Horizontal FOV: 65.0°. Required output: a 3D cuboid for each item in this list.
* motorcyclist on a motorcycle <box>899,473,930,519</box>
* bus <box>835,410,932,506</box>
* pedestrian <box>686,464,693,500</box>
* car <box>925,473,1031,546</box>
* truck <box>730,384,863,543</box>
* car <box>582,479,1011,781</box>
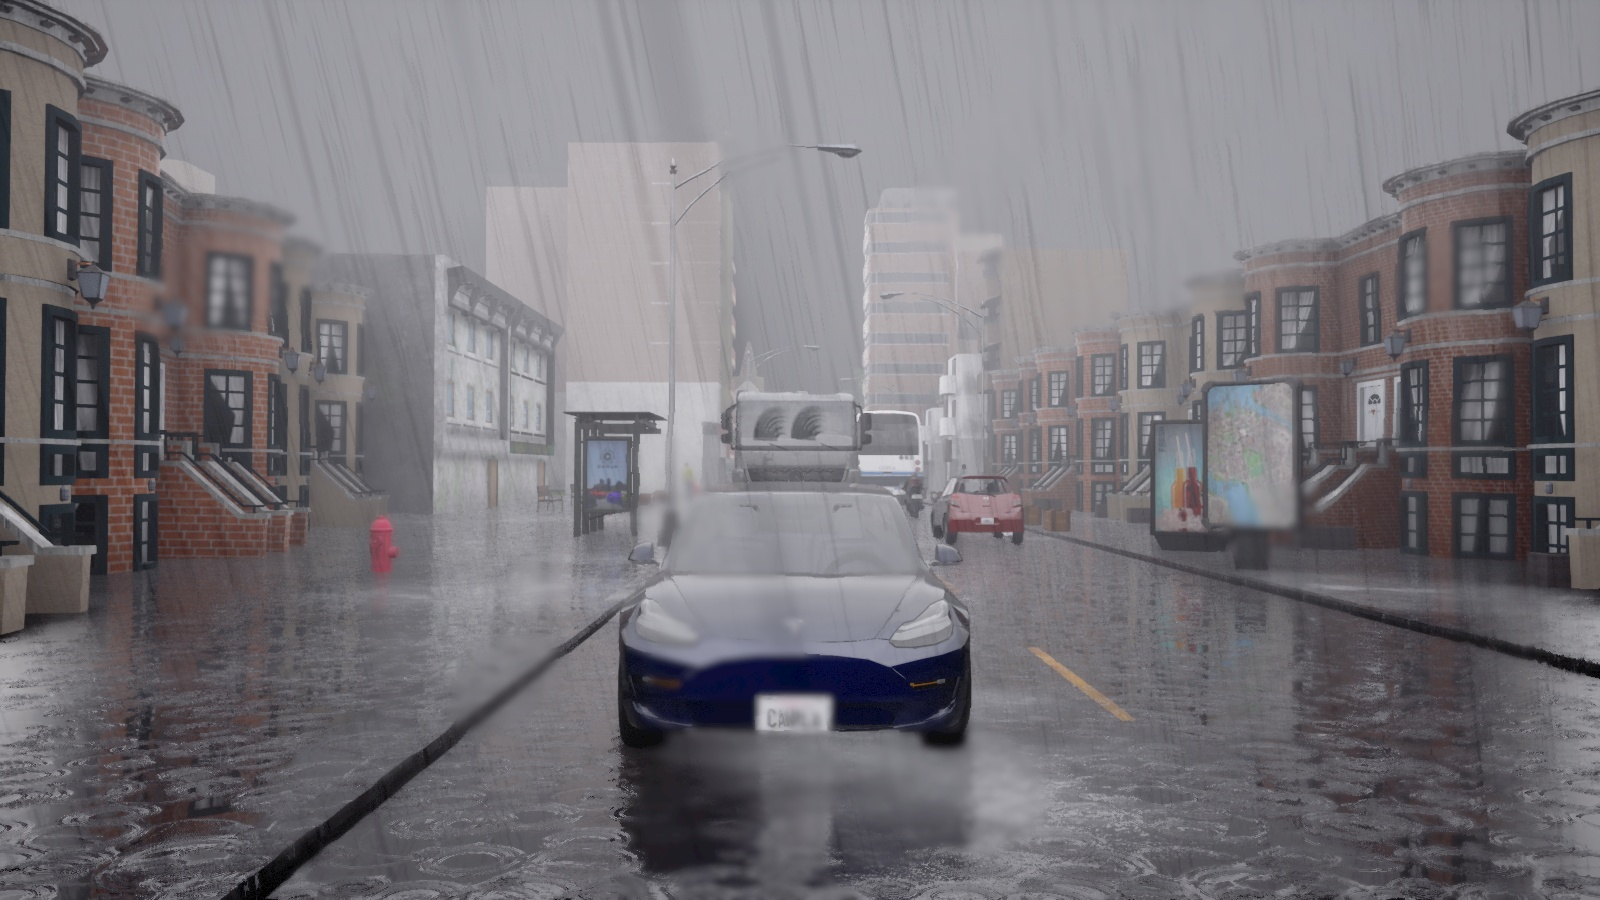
[{"bbox_3d":[3.886,1.551,42.822,0.866,1.530,2.191,0,-1,0],"label":"motorcyclist on a motorcycle"},{"bbox_3d":[3.820,0.439,60.675,3.944,4.253,10.273,0,-1,0],"label":"bus"},{"bbox_3d":[-5.543,1.603,63.089,0.354,1.836,0.706,0,-1,-5],"label":"pedestrian"},{"bbox_3d":[3.924,1.285,28.182,1.845,1.501,3.633,0,-1,0],"label":"car"},{"bbox_3d":[-0.088,0.357,31.269,2.891,3.462,7.936,0,-1,0],"label":"truck"},{"bbox_3d":[-0.024,0.961,8.751,2.163,1.488,4.792,0,-1,0],"label":"car"}]
